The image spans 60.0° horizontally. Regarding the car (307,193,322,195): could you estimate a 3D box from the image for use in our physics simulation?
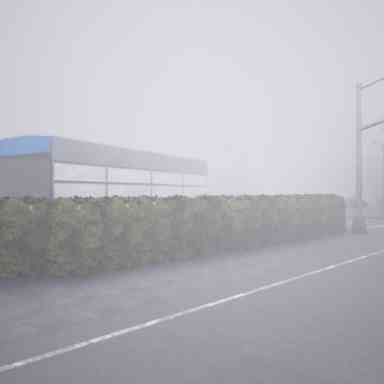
[{"bbox_3d":[27.032,1.097,70.782,4.605,1.855,1.932,0,0,-41],"label":"car"}]

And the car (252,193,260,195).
[{"bbox_3d":[16.510,1.153,82.442,5.027,1.636,2.152,0,0,-41],"label":"car"}]

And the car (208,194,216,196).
[{"bbox_3d":[4.355,1.298,85.307,4.514,1.523,2.007,0,0,-41],"label":"car"}]

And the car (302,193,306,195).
[{"bbox_3d":[24.829,1.077,72.721,3.866,1.878,1.905,0,0,-41],"label":"car"}]

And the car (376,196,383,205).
[{"bbox_3d":[31.434,1.384,54.012,3.806,1.475,1.970,0,0,-41],"label":"car"}]

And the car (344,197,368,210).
[{"bbox_3d":[19.236,1.339,39.639,4.514,1.523,2.007,0,0,-41],"label":"car"}]

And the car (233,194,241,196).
[{"bbox_3d":[8.820,1.298,63.597,4.514,1.523,2.007,0,0,-41],"label":"car"}]

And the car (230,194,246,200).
[{"bbox_3d":[12.092,1.232,87.107,3.806,1.475,1.970,0,0,-41],"label":"car"}]
